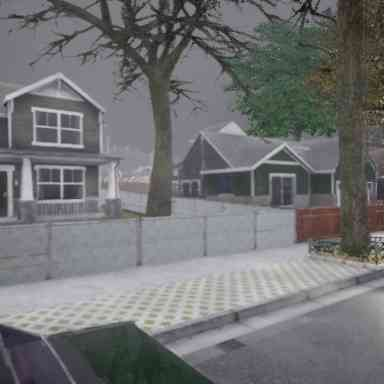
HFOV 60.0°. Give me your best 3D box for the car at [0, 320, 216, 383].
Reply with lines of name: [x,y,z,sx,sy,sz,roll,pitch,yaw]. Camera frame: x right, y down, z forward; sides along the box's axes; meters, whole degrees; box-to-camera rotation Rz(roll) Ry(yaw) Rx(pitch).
car: [-2.030,1.604,1.618,4.718,1.301,1.895,0,0,-35]
